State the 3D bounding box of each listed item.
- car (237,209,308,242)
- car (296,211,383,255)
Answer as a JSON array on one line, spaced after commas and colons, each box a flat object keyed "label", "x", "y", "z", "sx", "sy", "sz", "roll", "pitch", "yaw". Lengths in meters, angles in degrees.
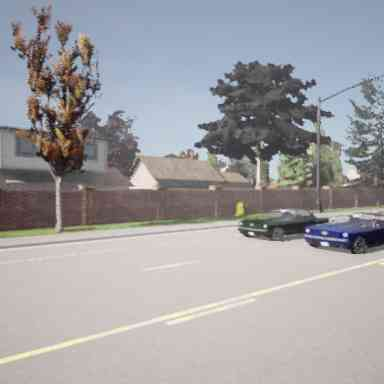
[{"label": "car", "x": 4.385, "y": 1.480, "z": 15.716, "sx": 4.718, "sy": 1.301, "sz": 1.895, "roll": -1, "pitch": 0, "yaw": -35}, {"label": "car", "x": 6.417, "y": 1.480, "z": 12.867, "sx": 4.718, "sy": 1.301, "sz": 1.895, "roll": -1, "pitch": 0, "yaw": -35}]
